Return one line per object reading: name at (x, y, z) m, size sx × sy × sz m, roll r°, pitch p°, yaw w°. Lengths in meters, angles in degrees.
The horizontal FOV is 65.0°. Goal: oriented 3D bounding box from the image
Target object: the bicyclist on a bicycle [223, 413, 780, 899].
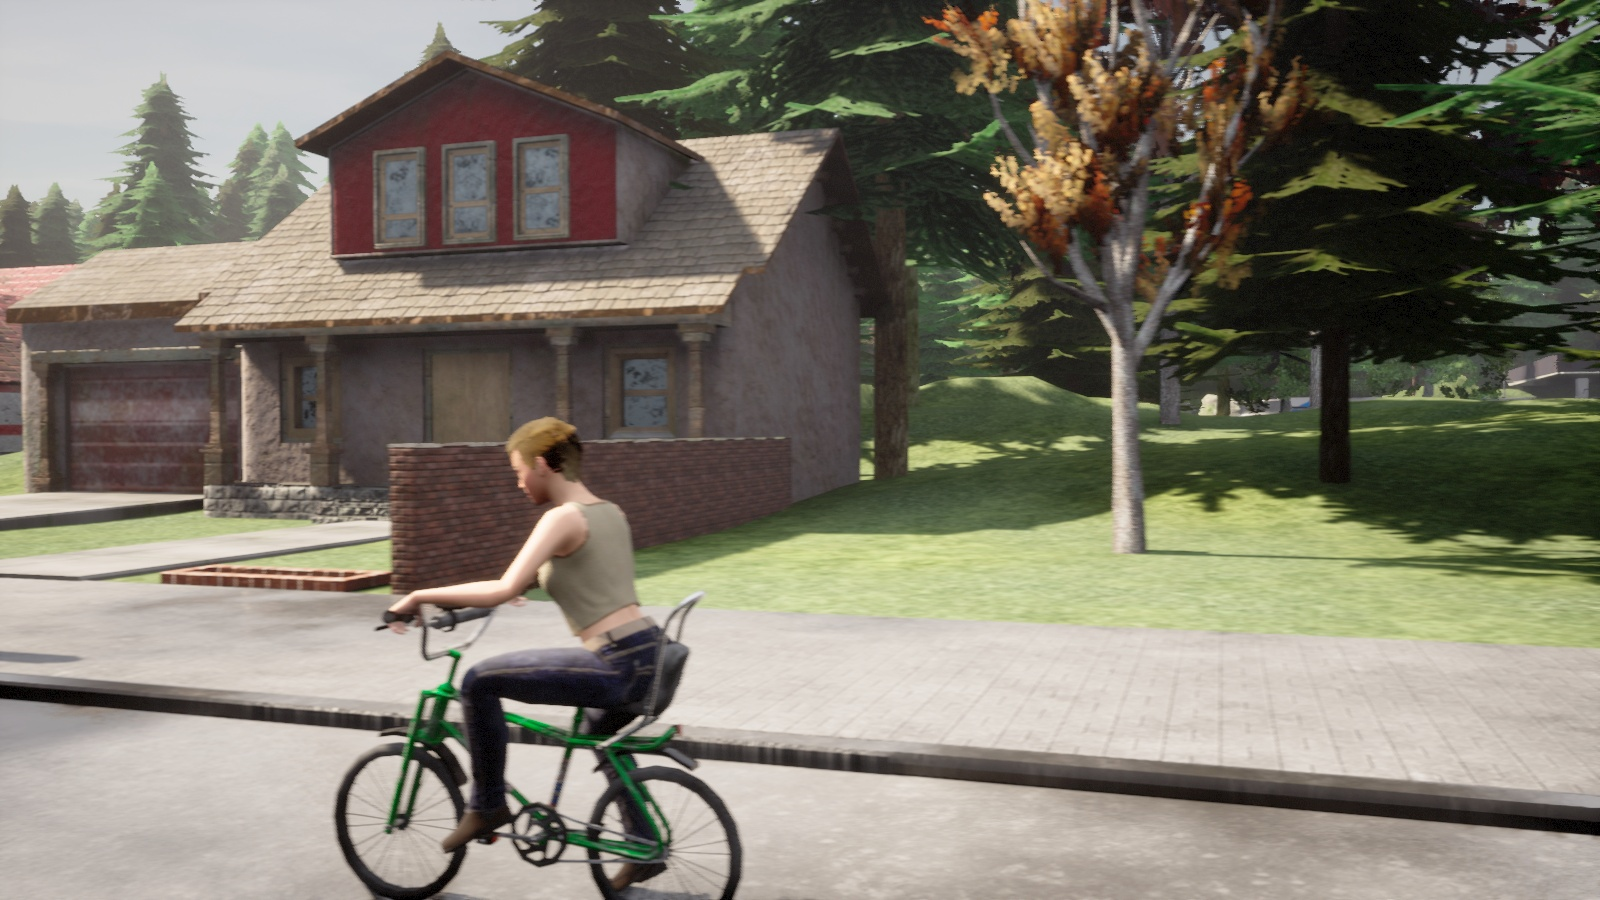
bicyclist on a bicycle at (-0.921, 0.695, 4.040) m, size 1.509 × 1.612 × 0.866 m, roll 1°, pitch 1°, yaw 18°
